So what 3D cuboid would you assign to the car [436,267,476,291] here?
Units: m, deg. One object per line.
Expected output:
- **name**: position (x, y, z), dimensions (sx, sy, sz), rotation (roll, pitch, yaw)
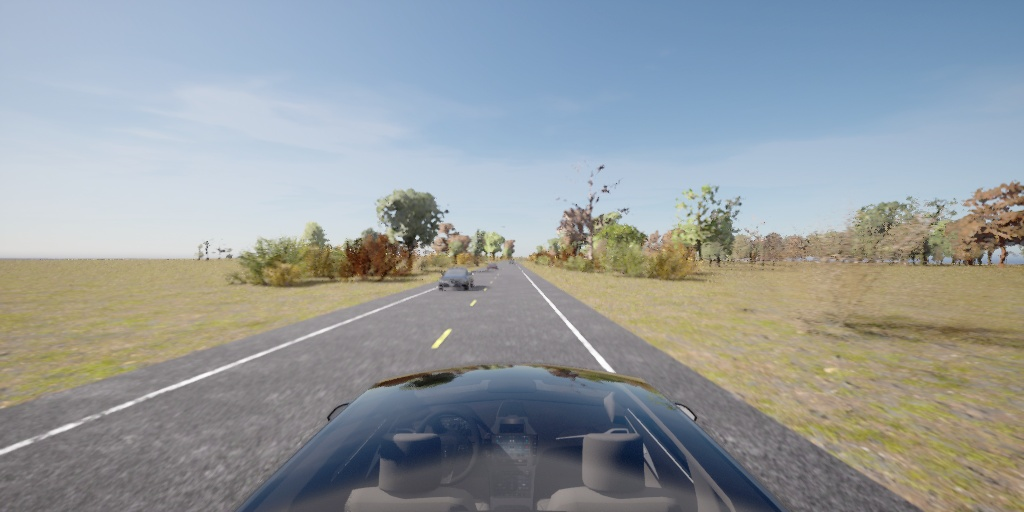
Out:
- **car**: position (-3.614, 1.489, 23.800), dimensions (1.812, 1.442, 4.674), rotation (0, -1, 0)
